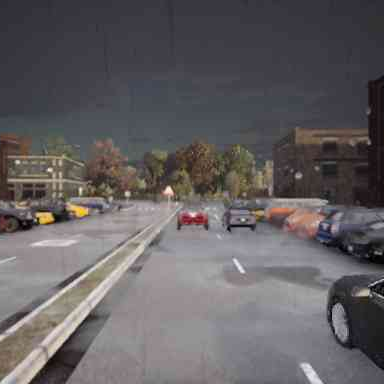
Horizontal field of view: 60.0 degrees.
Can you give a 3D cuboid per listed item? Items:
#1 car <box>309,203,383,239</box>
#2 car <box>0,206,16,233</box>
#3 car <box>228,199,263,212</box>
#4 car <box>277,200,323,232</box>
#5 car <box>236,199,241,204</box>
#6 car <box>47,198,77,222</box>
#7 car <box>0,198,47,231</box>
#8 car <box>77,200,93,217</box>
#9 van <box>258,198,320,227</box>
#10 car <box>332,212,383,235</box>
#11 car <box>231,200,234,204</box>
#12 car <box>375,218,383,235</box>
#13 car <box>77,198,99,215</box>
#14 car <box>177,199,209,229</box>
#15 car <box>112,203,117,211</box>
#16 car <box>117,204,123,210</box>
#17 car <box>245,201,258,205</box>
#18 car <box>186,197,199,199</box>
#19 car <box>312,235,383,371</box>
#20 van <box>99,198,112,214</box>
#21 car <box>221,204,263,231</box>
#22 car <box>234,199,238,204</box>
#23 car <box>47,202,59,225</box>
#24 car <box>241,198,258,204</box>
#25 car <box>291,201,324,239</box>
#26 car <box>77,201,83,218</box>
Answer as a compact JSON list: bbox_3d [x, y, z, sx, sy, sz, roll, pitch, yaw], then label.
[{"bbox_3d":[7.586,1.477,13.680,4.553,1.767,2.185,0,-1,0],"label":"car"},{"bbox_3d":[-12.563,1.685,18.061,4.674,1.452,2.002,0,-1,0],"label":"car"},{"bbox_3d":[7.529,1.818,46.774,4.553,1.767,2.185,0,0,0],"label":"car"},{"bbox_3d":[7.639,1.534,19.194,4.553,1.767,2.185,0,-1,0],"label":"car"},{"bbox_3d":[7.586,1.847,35.735,4.892,1.521,2.231,0,-1,0],"label":"car"},{"bbox_3d":[-12.603,1.492,26.467,5.566,2.045,2.435,0,-1,0],"label":"car"},{"bbox_3d":[-12.540,1.425,20.783,5.566,2.045,2.435,0,-1,0],"label":"car"},{"bbox_3d":[-12.574,1.808,31.896,5.008,1.535,2.097,0,-1,0],"label":"car"},{"bbox_3d":[7.481,1.495,24.709,4.442,1.987,1.878,0,-1,0],"label":"van"},{"bbox_3d":[7.615,1.578,10.922,4.892,1.521,2.231,0,-1,0],"label":"car"},{"bbox_3d":[7.567,1.938,41.254,4.674,1.452,2.002,0,-1,0],"label":"car"},{"bbox_3d":[7.620,1.551,8.165,4.892,1.521,2.231,0,-1,0],"label":"car"},{"bbox_3d":[-12.613,1.718,34.802,4.553,1.767,2.185,0,-1,0],"label":"car"},{"bbox_3d":[0.059,1.582,23.648,2.097,1.767,4.553,0,-1,0],"label":"car"},{"bbox_3d":[-12.621,1.801,43.145,4.553,1.767,2.185,0,0,0],"label":"car"},{"bbox_3d":[-12.565,1.990,48.579,4.792,1.488,2.163,0,0,0],"label":"car"},{"bbox_3d":[7.408,1.749,27.464,5.366,1.575,1.946,0,-1,0],"label":"car"},{"bbox_3d":[0.054,1.631,41.652,2.150,2.045,5.566,1,-1,0],"label":"car"},{"bbox_3d":[3.095,1.534,3.458,1.837,1.490,4.892,0,0,0],"label":"car"},{"bbox_3d":[-12.470,1.677,40.238,4.442,1.987,1.878,0,-1,0],"label":"van"},{"bbox_3d":[3.068,1.762,22.395,2.033,1.411,5.357,0,-1,0],"label":"car"},{"bbox_3d":[7.543,1.748,38.498,4.553,1.767,2.185,0,-1,0],"label":"car"},{"bbox_3d":[-12.757,1.707,23.684,5.366,1.575,1.946,0,-1,0],"label":"car"},{"bbox_3d":[7.617,1.532,30.224,5.566,2.045,2.435,0,-1,0],"label":"car"},{"bbox_3d":[7.643,1.505,16.437,4.553,1.767,2.185,0,-1,0],"label":"car"},{"bbox_3d":[-12.583,1.778,29.242,4.892,1.521,2.231,0,-1,0],"label":"car"}]
